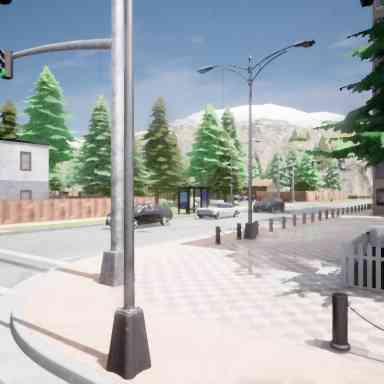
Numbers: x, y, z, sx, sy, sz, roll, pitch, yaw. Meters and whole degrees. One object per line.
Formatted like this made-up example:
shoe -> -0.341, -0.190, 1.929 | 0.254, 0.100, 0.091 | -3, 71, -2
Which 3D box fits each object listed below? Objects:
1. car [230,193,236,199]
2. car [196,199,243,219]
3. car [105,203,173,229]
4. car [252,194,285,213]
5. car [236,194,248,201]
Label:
car -> 10.671, 1.146, 79.154 | 1.905, 1.878, 3.866 | 0, 0, 36
car -> 2.353, 1.586, 28.654 | 1.895, 1.301, 4.718 | 0, 0, 37
car -> -3.267, 1.476, 21.264 | 2.128, 1.511, 4.902 | 0, 0, 37
car -> 8.544, 1.337, 36.763 | 2.097, 1.767, 4.553 | 0, 0, 38
car -> 12.935, 1.144, 77.994 | 1.932, 1.855, 4.605 | 0, 0, 36
